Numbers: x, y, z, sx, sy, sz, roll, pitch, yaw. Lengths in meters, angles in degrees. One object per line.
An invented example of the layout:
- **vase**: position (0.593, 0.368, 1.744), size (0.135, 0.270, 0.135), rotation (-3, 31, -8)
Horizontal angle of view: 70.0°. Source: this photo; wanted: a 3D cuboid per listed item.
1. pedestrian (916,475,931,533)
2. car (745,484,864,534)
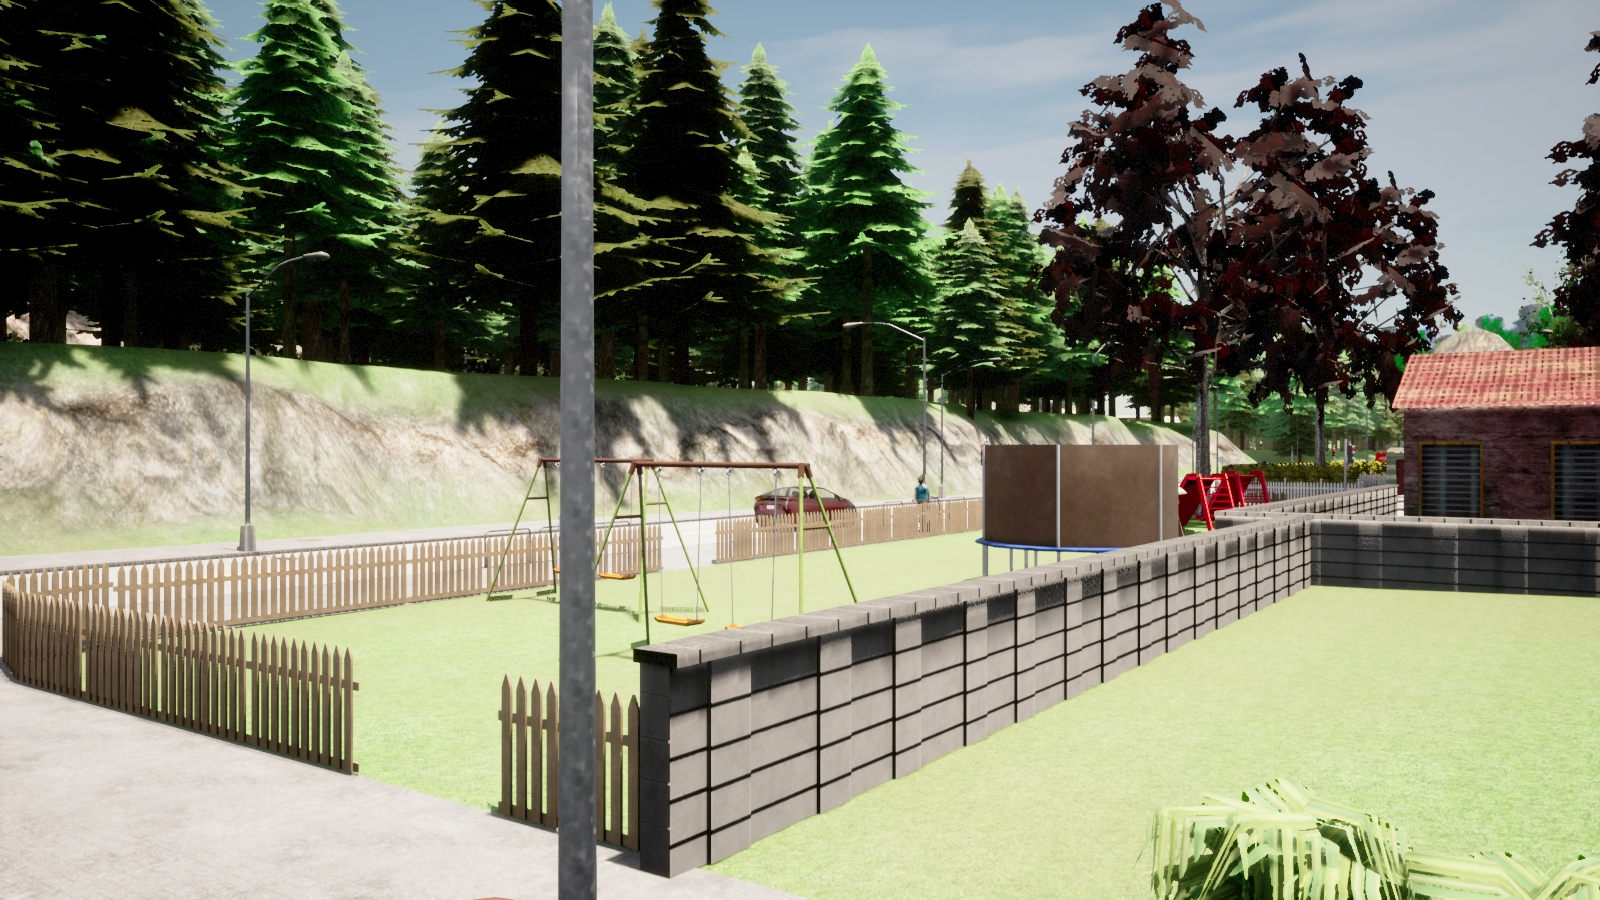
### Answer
- **pedestrian**: position (4.006, 1.745, 37.085), size (0.375, 1.860, 0.375), rotation (0, 0, 35)
- **car**: position (0.223, 2.040, 40.660), size (2.007, 1.525, 4.514), rotation (0, 0, 35)
